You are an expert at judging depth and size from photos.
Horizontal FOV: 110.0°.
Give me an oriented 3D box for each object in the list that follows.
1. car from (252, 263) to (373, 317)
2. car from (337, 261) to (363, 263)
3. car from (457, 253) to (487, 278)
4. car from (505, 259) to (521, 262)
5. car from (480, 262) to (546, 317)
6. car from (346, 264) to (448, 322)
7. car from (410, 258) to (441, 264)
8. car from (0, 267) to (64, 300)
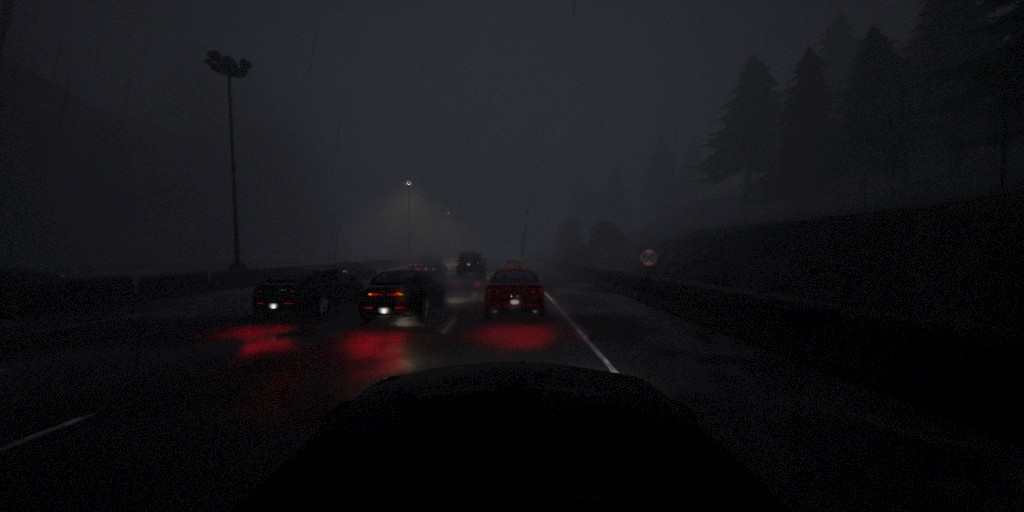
[{"bbox_3d":[-6.910,1.181,12.798,1.837,1.490,4.892,0,0,0],"label":"car"},{"bbox_3d":[-10.420,1.091,23.393,2.128,1.511,4.902,0,0,0],"label":"car"},{"bbox_3d":[-3.428,0.748,31.102,2.150,2.045,5.566,0,1,0],"label":"car"},{"bbox_3d":[0.071,0.992,32.056,1.882,1.535,5.008,0,1,0],"label":"car"},{"bbox_3d":[0.090,1.152,12.756,1.882,1.535,5.008,0,0,0],"label":"car"},{"bbox_3d":[-3.408,1.186,11.957,1.837,1.490,4.892,0,0,0],"label":"car"},{"bbox_3d":[-6.928,1.071,31.423,2.033,1.411,5.357,0,1,0],"label":"car"},{"bbox_3d":[-21.062,1.270,14.418,1.895,1.301,4.718,0,0,0],"label":"car"}]
